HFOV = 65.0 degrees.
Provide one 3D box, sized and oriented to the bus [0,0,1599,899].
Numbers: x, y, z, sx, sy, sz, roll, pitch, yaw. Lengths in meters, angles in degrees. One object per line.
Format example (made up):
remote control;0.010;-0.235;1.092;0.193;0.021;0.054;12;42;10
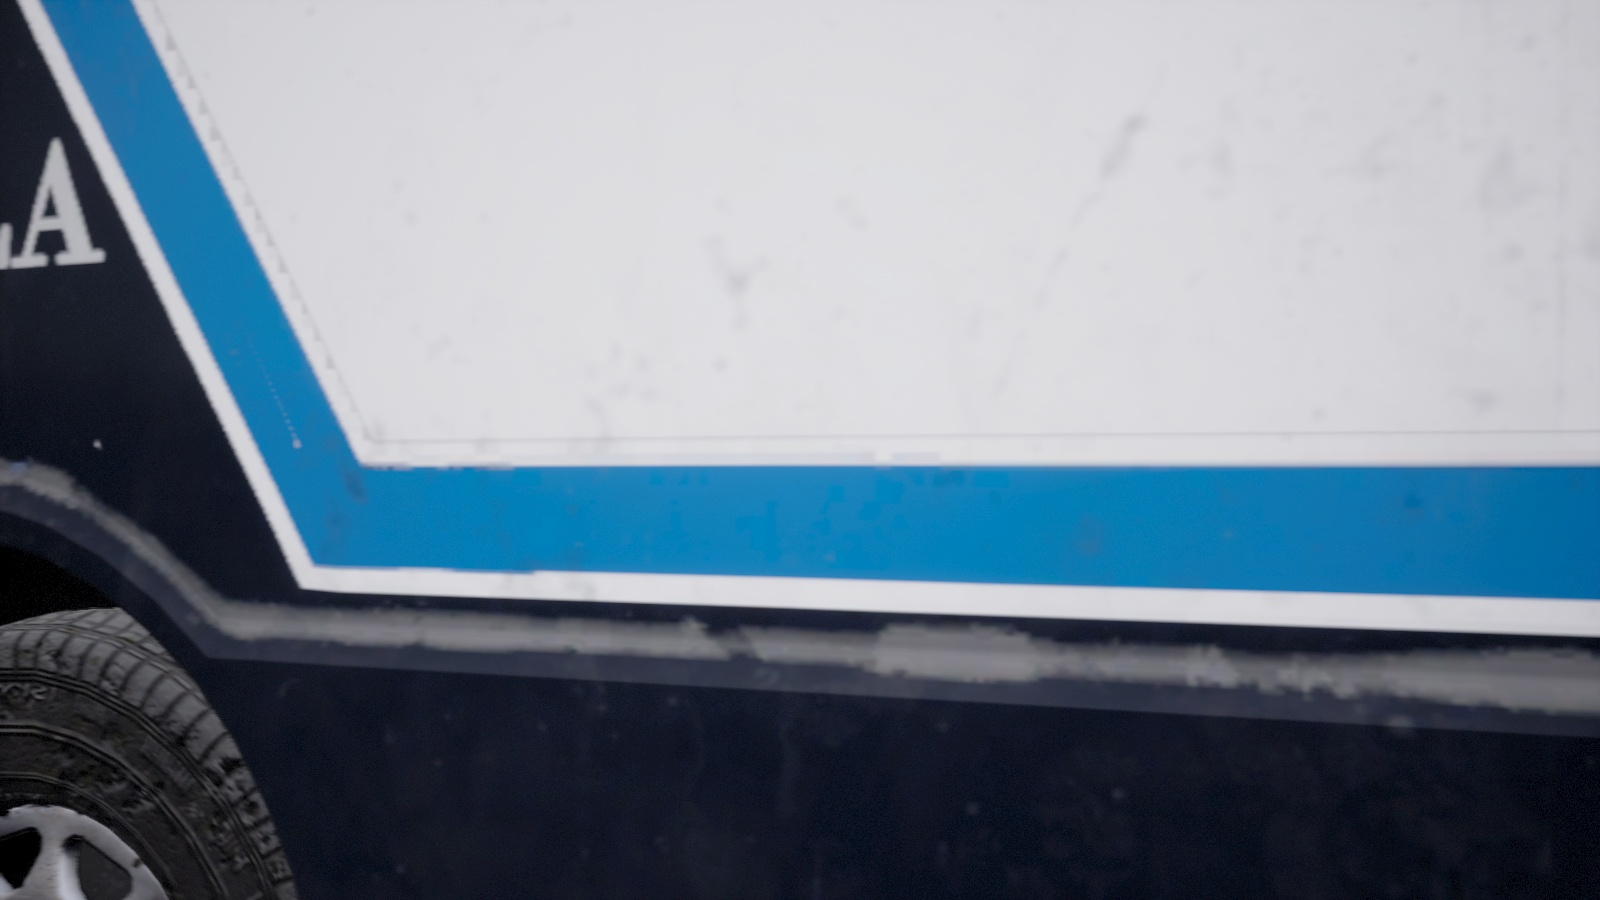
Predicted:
bus;1.817;-0.584;2.562;10.273;4.253;3.944;0;1;19
